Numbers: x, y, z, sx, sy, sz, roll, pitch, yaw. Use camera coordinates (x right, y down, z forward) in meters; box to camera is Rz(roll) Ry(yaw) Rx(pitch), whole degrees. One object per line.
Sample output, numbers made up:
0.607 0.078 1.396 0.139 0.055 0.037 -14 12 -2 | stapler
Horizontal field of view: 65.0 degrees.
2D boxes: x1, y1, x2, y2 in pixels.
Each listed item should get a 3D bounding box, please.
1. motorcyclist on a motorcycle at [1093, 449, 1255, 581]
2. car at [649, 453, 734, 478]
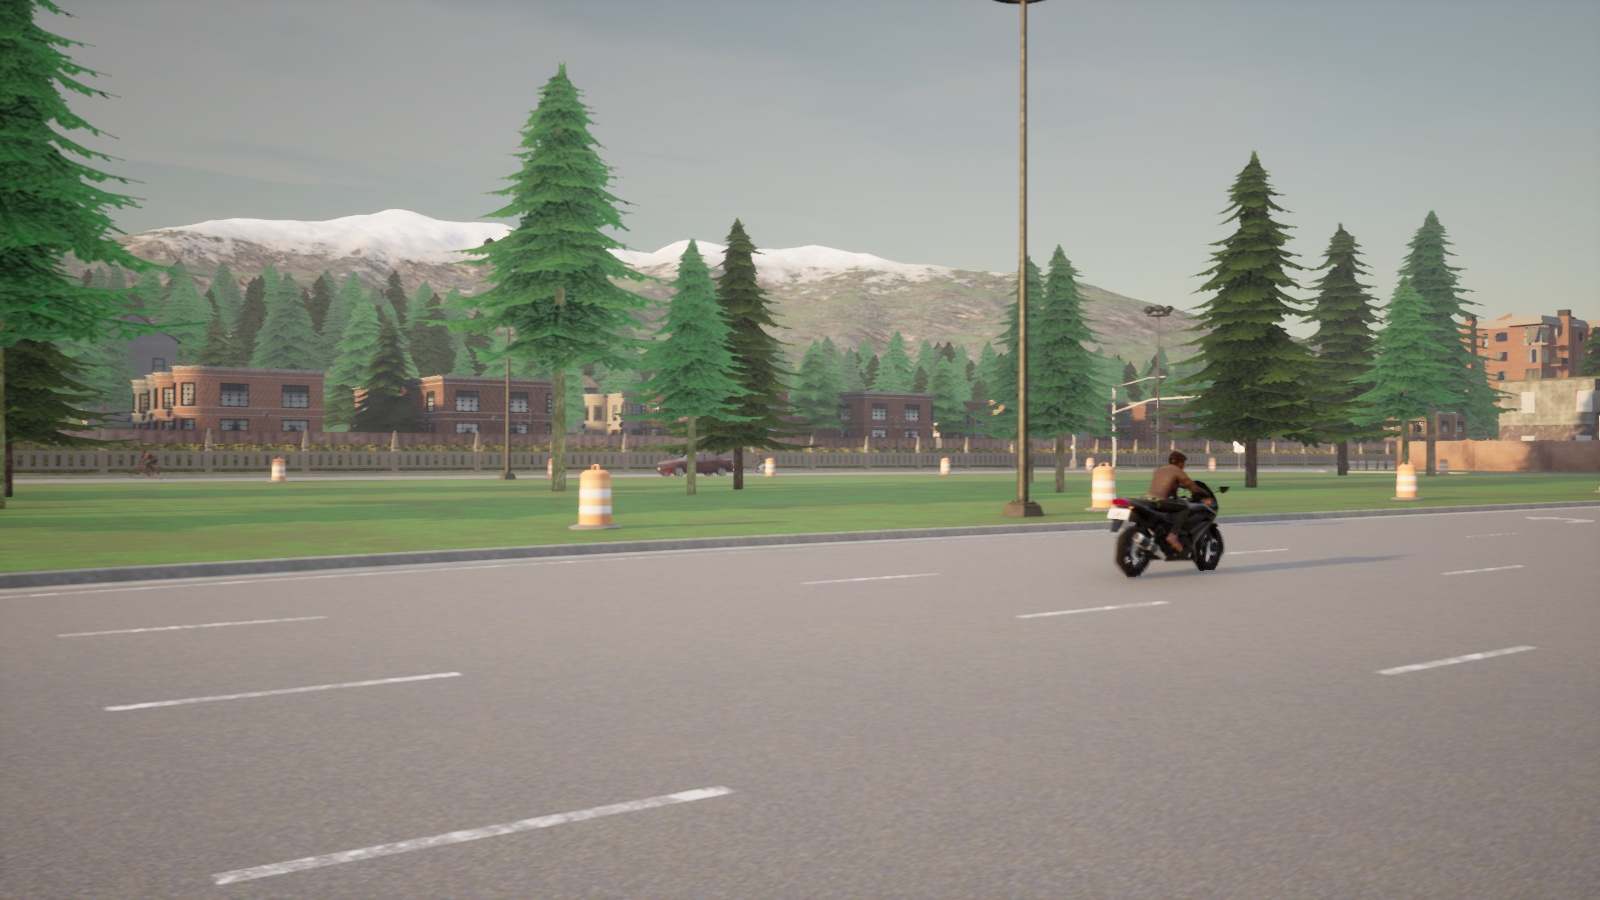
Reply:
4.601 0.755 15.390 2.044 1.523 0.797 0 0 -35 | motorcyclist on a motorcycle
-6.752 0.928 78.255 5.008 1.535 1.882 0 0 -35 | car
